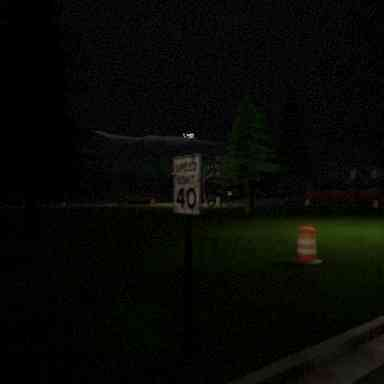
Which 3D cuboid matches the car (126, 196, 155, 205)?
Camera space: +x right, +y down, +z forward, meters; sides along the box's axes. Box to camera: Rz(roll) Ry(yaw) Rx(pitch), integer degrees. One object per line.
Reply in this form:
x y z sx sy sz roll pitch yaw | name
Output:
-8.393 1.552 56.373 4.181 1.385 1.994 0 0 -36 | car

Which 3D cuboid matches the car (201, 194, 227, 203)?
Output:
3.939 1.529 64.023 5.357 1.411 2.033 0 0 -10 | car

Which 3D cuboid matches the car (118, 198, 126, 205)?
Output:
-10.686 1.465 59.037 5.008 1.535 1.882 0 0 -36 | car
